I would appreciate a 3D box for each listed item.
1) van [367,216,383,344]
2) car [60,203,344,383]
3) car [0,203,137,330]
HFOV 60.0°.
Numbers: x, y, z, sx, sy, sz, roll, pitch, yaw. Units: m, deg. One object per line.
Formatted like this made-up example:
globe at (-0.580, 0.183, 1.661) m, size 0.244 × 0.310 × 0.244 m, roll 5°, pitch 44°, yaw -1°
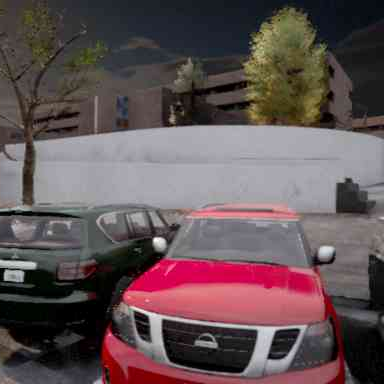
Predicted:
van at (3.234, 1.259, 3.370) m, size 1.878 × 1.987 × 4.442 m, roll 0°, pitch -1°, yaw 15°
car at (0.805, 1.238, 5.194) m, size 2.435 × 2.045 × 5.566 m, roll 1°, pitch -1°, yaw 15°
car at (-1.649, 1.242, 6.984) m, size 2.435 × 2.045 × 5.566 m, roll 0°, pitch -1°, yaw 15°
